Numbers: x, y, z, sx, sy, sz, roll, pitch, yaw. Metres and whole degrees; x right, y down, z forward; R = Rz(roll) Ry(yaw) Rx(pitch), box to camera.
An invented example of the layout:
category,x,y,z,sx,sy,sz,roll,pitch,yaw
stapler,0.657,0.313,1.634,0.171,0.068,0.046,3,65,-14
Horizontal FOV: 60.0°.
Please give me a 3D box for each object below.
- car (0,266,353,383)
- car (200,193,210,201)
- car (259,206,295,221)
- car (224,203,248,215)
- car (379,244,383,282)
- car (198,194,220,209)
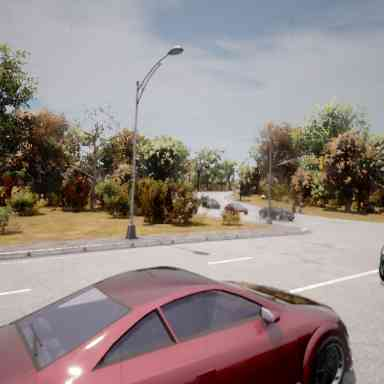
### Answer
category,x,y,z,sx,sy,sz,roll,pitch,yaw
car,-0.073,1.574,3.698,4.181,1.385,1.994,0,0,-36
car,3.066,1.186,78.667,2.128,1.511,4.902,2,2,-1
car,9.312,2.334,36.708,1.837,1.490,4.892,3,-1,-23
car,5.963,2.245,45.365,1.812,1.442,4.674,3,0,-19
car,6.944,1.500,8.757,4.553,1.767,2.097,2,-1,-36
car,3.139,1.797,54.927,2.097,1.767,4.553,3,1,-14
